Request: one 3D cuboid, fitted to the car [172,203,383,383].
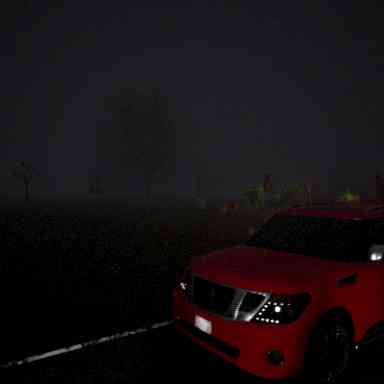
[{"bbox_3d":[2.379,1.234,5.579,5.566,2.045,2.150,0,0,-36],"label":"car"}]
